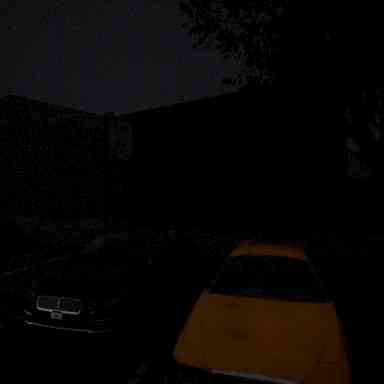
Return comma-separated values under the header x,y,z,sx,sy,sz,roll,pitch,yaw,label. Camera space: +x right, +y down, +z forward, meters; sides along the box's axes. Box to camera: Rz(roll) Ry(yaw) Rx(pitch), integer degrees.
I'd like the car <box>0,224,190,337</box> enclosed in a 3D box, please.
x,y,z,sx,sy,sz,roll,pitch,yaw,label
-1.228,1.487,6.974,2.231,1.521,4.892,1,-1,16,car

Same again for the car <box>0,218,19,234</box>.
x,y,z,sx,sy,sz,roll,pitch,yaw,label
-8.550,1.528,12.209,2.002,1.452,4.674,1,-1,16,car

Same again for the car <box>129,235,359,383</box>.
x,y,z,sx,sy,sz,roll,pitch,yaw,label
1.160,1.480,5.045,1.946,1.575,5.366,1,-1,16,car
